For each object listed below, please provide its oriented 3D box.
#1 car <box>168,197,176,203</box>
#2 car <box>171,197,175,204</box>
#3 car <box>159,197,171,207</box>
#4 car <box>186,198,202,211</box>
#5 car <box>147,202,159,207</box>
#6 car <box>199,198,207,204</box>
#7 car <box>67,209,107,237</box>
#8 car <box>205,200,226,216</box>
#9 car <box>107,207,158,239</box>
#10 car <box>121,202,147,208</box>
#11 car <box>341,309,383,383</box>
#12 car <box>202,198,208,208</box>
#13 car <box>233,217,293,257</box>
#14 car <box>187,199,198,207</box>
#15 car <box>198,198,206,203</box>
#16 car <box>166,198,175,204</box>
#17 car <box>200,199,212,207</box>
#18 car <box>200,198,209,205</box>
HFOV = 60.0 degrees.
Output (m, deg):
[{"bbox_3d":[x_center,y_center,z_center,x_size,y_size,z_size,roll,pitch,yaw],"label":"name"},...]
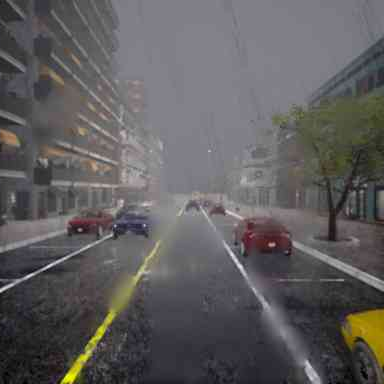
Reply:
[{"bbox_3d":[-5.656,2.230,92.944,1.967,1.590,4.097,-1,0,0],"label":"car"},{"bbox_3d":[-5.660,2.274,81.589,1.802,1.307,4.206,-1,0,0],"label":"car"},{"bbox_3d":[-5.669,2.113,64.557,1.947,1.339,4.313,-1,0,0],"label":"car"},{"bbox_3d":[0.124,1.910,48.048,1.837,1.490,4.892,0,-1,0],"label":"car"},{"bbox_3d":[-5.680,1.905,41.848,2.008,1.369,4.403,-1,0,0],"label":"car"},{"bbox_3d":[2.720,2.218,81.726,1.752,1.417,4.829,-1,0,0],"label":"car"},{"bbox_3d":[-5.691,1.707,19.139,1.887,1.381,4.507,-1,0,0],"label":"car"},{"bbox_3d":[2.698,1.886,36.138,1.802,1.307,4.206,-1,0,0],"label":"car"},{"bbox_3d":[-3.066,1.758,18.575,1.895,1.301,4.718,0,-1,0],"label":"car"},{"bbox_3d":[-5.685,1.824,30.494,1.947,1.339,4.313,-1,0,0],"label":"car"},{"bbox_3d":[2.681,1.545,2.245,1.752,1.417,4.829,-1,0,0],"label":"car"},{"bbox_3d":[2.709,2.063,58.847,1.947,1.339,4.313,-1,0,0],"label":"car"},{"bbox_3d":[2.686,1.658,13.429,1.887,1.381,4.507,-1,0,0],"label":"car"},{"bbox_3d":[0.133,2.110,66.567,2.033,1.411,5.357,0,-1,0],"label":"car"},{"bbox_3d":[2.726,2.354,92.910,1.947,1.339,4.313,-1,0,0],"label":"car"},{"bbox_3d":[-5.657,2.307,87.267,1.947,1.339,4.313,-1,0,0],"label":"car"},{"bbox_3d":[2.712,2.097,64.524,2.008,1.369,4.403,-1,0,0],"label":"car"},{"bbox_3d":[2.717,2.187,75.879,1.887,1.381,4.507,-1,0,0],"label":"car"}]
